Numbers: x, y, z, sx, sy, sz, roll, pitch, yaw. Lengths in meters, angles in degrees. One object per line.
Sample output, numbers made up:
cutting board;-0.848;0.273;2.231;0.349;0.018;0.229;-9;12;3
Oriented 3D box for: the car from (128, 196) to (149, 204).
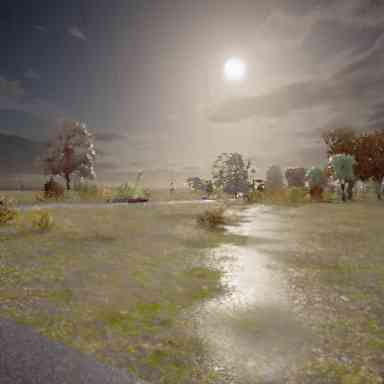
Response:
car;-10.601;1.628;66.563;1.882;1.535;5.008;0;0;34
